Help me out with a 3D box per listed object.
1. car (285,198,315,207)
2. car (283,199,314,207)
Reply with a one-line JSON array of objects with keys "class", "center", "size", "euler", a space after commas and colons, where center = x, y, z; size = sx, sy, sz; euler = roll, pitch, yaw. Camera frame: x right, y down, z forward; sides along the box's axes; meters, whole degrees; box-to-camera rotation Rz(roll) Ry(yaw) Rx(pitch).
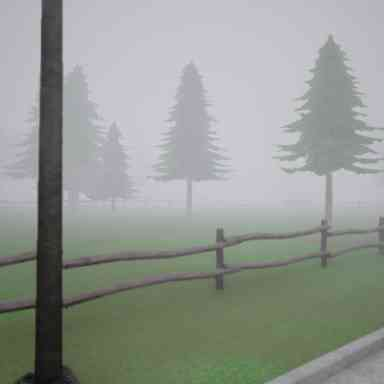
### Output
[{"class": "car", "center": [20.599, 1.995, 63.456], "size": [5.008, 1.535, 1.882], "euler": [0, 0, 30]}, {"class": "car", "center": [19.106, 2.103, 60.714], "size": [4.718, 1.301, 1.895], "euler": [0, 0, 30]}]
